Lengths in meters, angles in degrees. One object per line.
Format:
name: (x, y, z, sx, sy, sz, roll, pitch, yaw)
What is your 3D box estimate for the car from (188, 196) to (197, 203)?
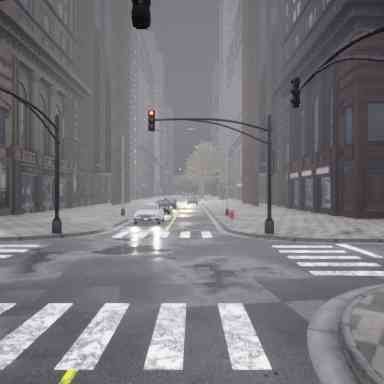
car: (0.150, 1.568, 69.722, 1.812, 1.442, 4.674, 0, 0, 0)

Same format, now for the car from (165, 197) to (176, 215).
car: (-3.076, 1.550, 34.866, 2.033, 1.411, 5.357, 0, 0, 0)

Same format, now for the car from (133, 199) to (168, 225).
car: (-3.082, 1.525, 24.456, 1.812, 1.442, 4.674, 0, 0, 0)

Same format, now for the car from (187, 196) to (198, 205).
car: (0.132, 1.577, 59.372, 2.033, 1.411, 5.357, 0, 0, 0)
